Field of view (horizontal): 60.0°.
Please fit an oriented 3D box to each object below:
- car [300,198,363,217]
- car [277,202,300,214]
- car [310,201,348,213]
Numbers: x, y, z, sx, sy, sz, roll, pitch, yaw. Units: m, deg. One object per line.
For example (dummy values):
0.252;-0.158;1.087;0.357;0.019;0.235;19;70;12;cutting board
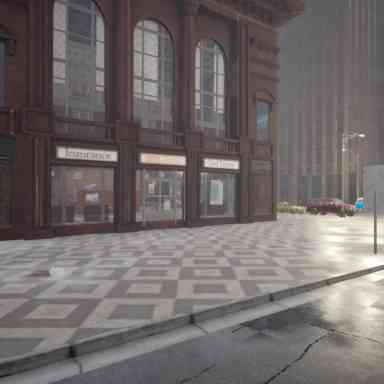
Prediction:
13.986;1.524;33.620;2.192;1.841;5.009;0;0;-35;car
10.842;1.800;38.074;1.752;1.417;4.829;0;0;-35;car
17.704;1.899;43.138;1.802;1.307;4.206;-1;0;-35;car
